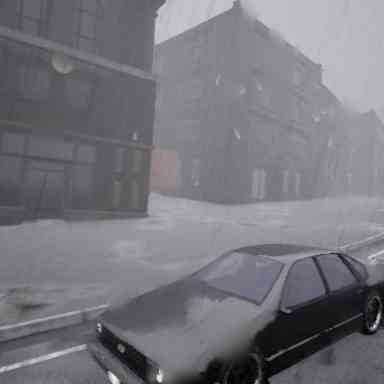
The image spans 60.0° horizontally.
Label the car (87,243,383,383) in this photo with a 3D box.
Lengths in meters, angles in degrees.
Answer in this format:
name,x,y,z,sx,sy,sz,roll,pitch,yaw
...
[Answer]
name,x,y,z,sx,sy,sz,roll,pitch,yaw
car,1.278,1.563,5.117,5.357,1.411,2.033,0,0,-38
